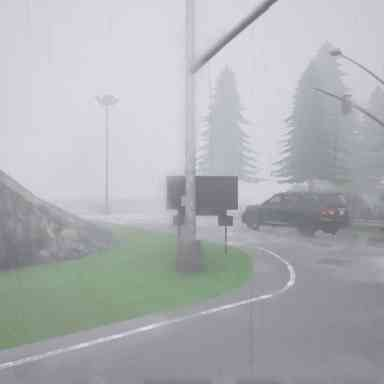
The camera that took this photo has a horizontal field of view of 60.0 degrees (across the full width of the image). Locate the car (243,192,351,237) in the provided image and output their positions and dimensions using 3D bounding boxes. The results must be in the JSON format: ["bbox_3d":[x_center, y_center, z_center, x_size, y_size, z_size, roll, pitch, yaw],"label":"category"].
[{"bbox_3d":[5.060,1.024,16.829,2.150,2.045,5.566,-1,0,-36],"label":"car"}]
